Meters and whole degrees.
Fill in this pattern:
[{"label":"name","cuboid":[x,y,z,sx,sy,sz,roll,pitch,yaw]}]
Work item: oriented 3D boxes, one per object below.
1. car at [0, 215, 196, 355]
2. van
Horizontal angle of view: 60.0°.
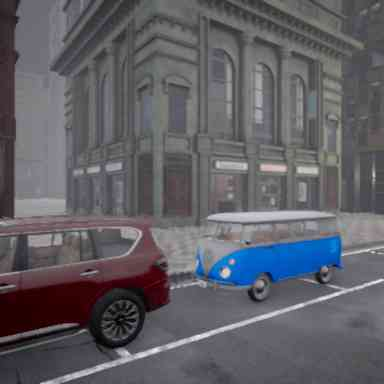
[{"label":"car","cuboid":[-2.660,1.316,4.754,5.009,1.841,2.192,0,0,-36]},{"label":"van","cuboid":[1.928,1.364,8.028,3.998,1.788,1.690,0,0,-36]}]
